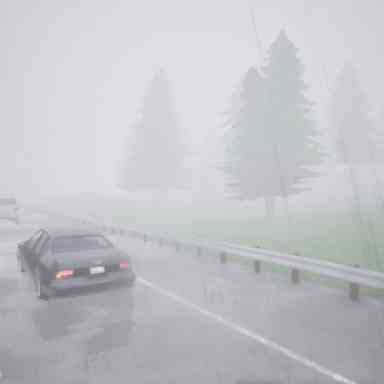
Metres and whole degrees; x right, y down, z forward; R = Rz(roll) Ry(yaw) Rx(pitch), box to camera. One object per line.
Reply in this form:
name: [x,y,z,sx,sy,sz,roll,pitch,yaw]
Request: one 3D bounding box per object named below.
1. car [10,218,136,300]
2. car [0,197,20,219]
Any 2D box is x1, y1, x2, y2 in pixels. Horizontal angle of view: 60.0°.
car: [-3.273,1.611,8.691,2.033,1.411,5.357,0,-1,-34]
car: [-14.995,1.398,26.141,2.150,2.045,5.566,0,-1,-34]
